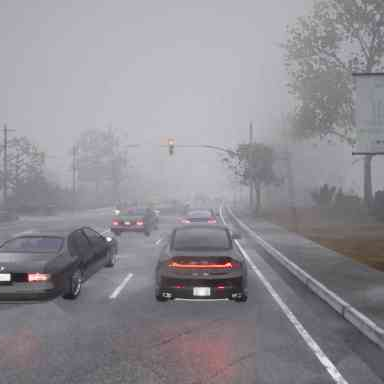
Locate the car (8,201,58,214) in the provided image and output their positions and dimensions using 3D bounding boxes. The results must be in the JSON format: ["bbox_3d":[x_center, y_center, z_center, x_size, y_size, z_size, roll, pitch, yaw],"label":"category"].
[{"bbox_3d":[-16.327,1.601,34.069,4.718,1.301,1.895,0,0,4],"label":"car"}]

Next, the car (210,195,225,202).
[{"bbox_3d":[5.848,1.519,75.269,1.812,1.442,4.674,0,0,9],"label":"car"}]

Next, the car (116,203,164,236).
[{"bbox_3d":[-3.015,1.547,18.432,2.033,1.411,5.357,0,0,2],"label":"car"}]

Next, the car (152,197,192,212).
[{"bbox_3d":[-2.120,1.601,38.308,1.895,1.301,4.718,0,0,31],"label":"car"}]

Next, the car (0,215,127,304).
[{"bbox_3d":[-3.298,1.547,8.365,2.033,1.411,5.357,0,0,1],"label":"car"}]

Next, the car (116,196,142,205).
[{"bbox_3d":[-8.557,1.352,44.333,2.097,1.767,4.553,0,0,5],"label":"car"}]

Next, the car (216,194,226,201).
[{"bbox_3d":[7.525,1.393,85.393,2.128,1.511,4.902,0,0,10],"label":"car"}]

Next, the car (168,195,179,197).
[{"bbox_3d":[-3.948,1.564,55.206,1.994,1.385,4.181,0,0,6],"label":"car"}]

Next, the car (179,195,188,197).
[{"bbox_3d":[-2.704,1.491,65.114,2.128,1.511,4.902,0,0,8],"label":"car"}]

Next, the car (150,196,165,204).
[{"bbox_3d":[-6.493,1.526,63.159,1.812,1.442,4.674,0,0,8],"label":"car"}]

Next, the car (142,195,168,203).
[{"bbox_3d":[-4.959,1.478,45.322,1.882,1.535,5.008,0,0,5],"label":"car"}]

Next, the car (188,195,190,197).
[{"bbox_3d":[-1.236,1.524,75.280,2.128,1.511,4.902,0,0,9],"label":"car"}]

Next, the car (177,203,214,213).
[{"bbox_3d":[0.458,1.526,17.530,1.812,1.442,4.674,0,0,4],"label":"car"}]

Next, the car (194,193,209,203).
[{"bbox_3d":[1.818,1.218,71.512,2.150,2.045,5.566,0,0,9],"label":"car"}]

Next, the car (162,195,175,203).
[{"bbox_3d":[-5.060,1.500,73.368,1.837,1.490,4.892,0,0,8],"label":"car"}]

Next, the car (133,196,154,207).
[{"bbox_3d":[-7.679,1.491,53.280,2.128,1.511,4.902,0,0,6],"label":"car"}]

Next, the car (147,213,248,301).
[{"bbox_3d":[0.214,1.505,8.283,1.837,1.490,4.892,0,0,1],"label":"car"}]
